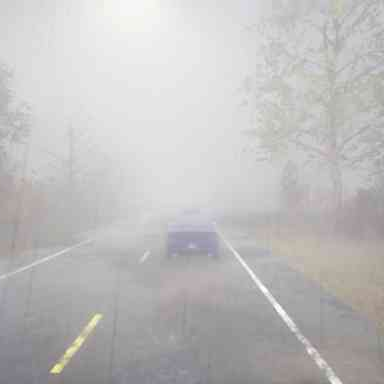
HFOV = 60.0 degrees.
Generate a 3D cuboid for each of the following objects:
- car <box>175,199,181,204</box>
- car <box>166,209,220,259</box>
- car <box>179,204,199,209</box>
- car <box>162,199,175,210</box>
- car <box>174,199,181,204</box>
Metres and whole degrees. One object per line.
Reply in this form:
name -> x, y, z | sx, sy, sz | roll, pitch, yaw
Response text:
car -> -3.825, 2.448, 83.993 | 2.128, 1.511, 4.902 | 0, -1, -2
car -> 0.030, 1.667, 13.429 | 1.882, 1.535, 5.008 | 0, -1, 0
car -> -0.036, 1.952, 27.492 | 1.994, 1.385, 4.181 | 0, -1, 0
car -> -4.271, 2.314, 58.021 | 1.812, 1.442, 4.674 | 0, -1, -4
car -> -3.982, 2.664, 91.461 | 1.895, 1.301, 4.718 | 0, -1, 0
